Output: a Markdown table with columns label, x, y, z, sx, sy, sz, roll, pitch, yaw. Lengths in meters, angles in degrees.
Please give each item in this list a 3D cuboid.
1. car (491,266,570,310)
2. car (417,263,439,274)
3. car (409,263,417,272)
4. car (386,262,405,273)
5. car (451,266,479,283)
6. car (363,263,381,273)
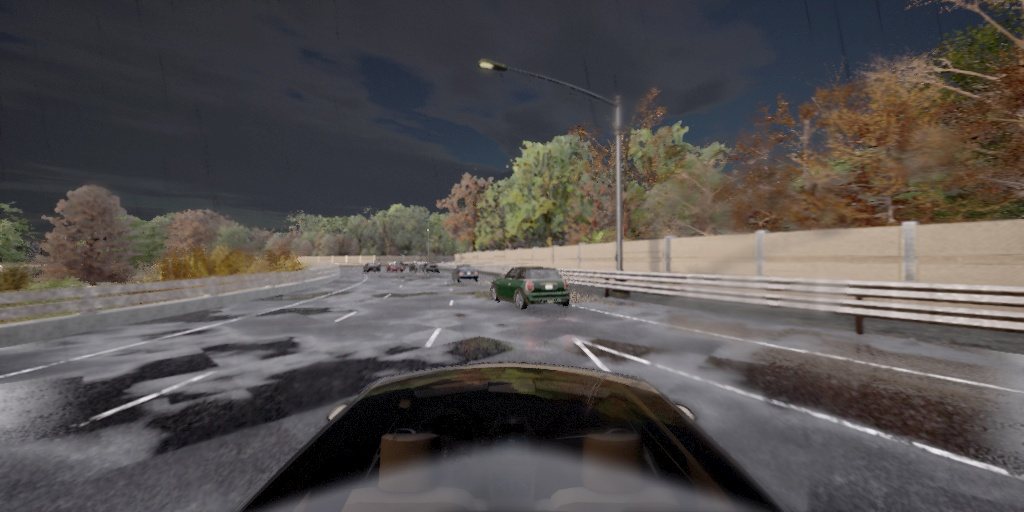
| label | x | y | z | sx | sy | sz | roll | pitch | yaw |
| --- | --- | --- | --- | --- | --- | --- | --- | --- | --- |
| car | 0.644 | 1.223 | 15.652 | 2.097 | 1.767 | 4.553 | 0 | -1 | -21 |
| car | -11.948 | 1.781 | 51.929 | 1.837 | 1.490 | 4.892 | 1 | -1 | -26 |
| car | -15.296 | 1.847 | 58.411 | 2.128 | 1.511 | 4.902 | 0 | -1 | -32 |
| car | -18.641 | 1.964 | 57.077 | 1.895 | 1.301 | 4.718 | 0 | -1 | -32 |
| car | -4.232 | 1.567 | 31.886 | 2.033 | 1.411 | 5.357 | -2 | -1 | -16 |
| car | -21.639 | 1.843 | 55.272 | 1.882 | 1.535 | 5.008 | 0 | -1 | -32 |
